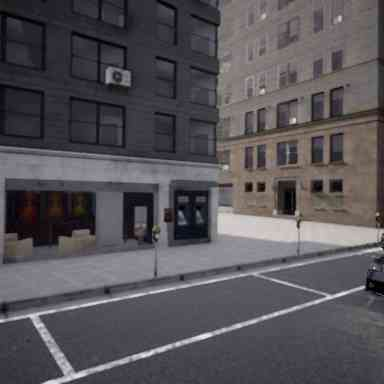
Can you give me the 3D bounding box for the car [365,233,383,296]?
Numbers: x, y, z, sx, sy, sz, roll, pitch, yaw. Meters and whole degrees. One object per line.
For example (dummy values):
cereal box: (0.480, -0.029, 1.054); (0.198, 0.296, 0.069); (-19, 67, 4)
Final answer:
car: (5.742, 1.633, 7.466); (4.181, 1.385, 1.994); (1, 0, -35)
